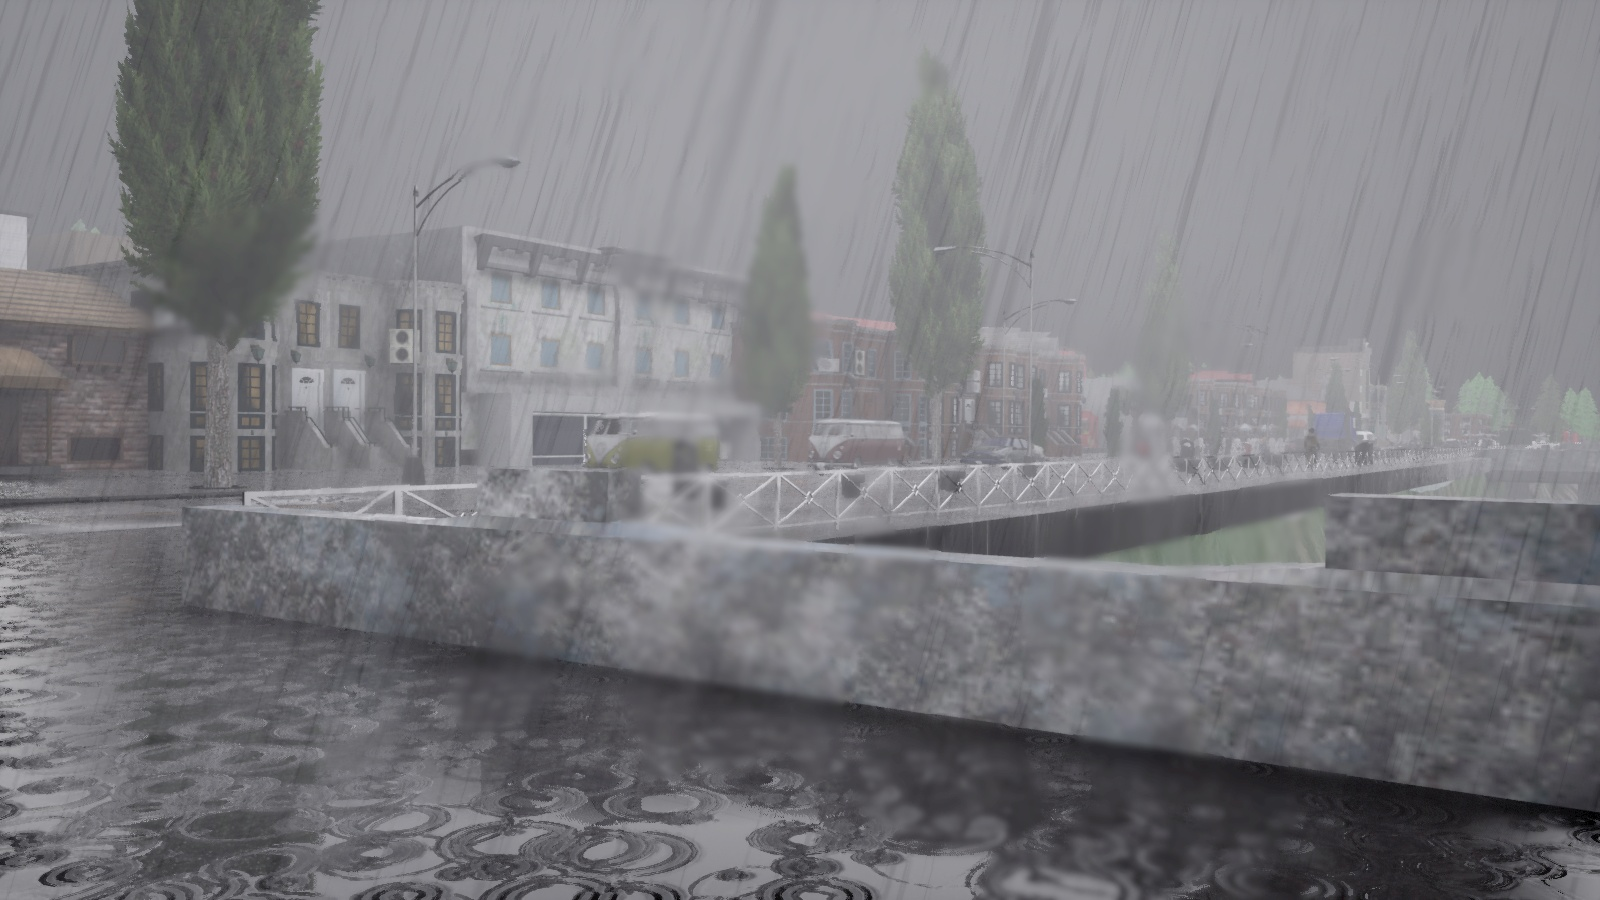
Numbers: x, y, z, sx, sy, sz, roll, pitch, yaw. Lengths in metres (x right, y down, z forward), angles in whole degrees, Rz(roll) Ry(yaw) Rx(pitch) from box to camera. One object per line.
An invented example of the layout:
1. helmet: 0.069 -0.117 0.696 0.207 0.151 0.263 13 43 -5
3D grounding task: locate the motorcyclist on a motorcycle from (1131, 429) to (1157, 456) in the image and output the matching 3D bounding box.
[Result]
1. motorcyclist on a motorcycle: 19.366 -0.425 70.579 0.797 1.523 2.044 0 1 34

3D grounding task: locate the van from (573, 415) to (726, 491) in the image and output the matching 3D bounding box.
1. van: -4.124 0.041 35.173 1.775 1.987 4.442 0 1 34

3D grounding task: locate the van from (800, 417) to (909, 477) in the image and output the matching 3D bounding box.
1. van: 1.981 -0.140 44.374 1.775 1.987 4.442 0 1 34

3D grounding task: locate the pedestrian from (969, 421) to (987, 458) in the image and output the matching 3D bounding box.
1. pedestrian: 9.574 -0.569 67.662 0.659 1.952 0.873 0 1 30

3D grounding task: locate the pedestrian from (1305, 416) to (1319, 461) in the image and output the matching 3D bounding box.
1. pedestrian: 22.244 -0.505 54.524 0.396 1.930 0.692 0 1 37

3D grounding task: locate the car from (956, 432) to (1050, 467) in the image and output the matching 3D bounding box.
1. car: 8.926 -0.051 54.844 2.033 1.411 5.357 0 1 34
